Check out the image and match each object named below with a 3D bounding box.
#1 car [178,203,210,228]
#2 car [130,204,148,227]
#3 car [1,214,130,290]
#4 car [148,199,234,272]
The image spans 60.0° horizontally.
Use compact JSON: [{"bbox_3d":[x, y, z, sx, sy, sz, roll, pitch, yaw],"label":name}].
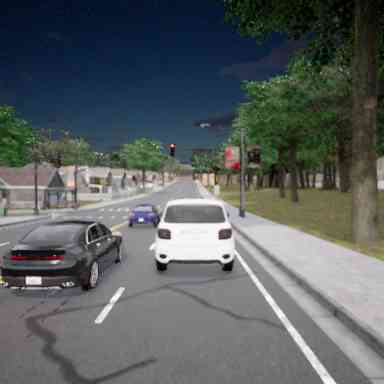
[{"bbox_3d":[0.103,1.569,23.857,2.033,1.411,5.357,0,0,0],"label":"car"},{"bbox_3d":[-3.153,1.546,22.681,1.812,1.442,4.674,0,0,-1],"label":"car"},{"bbox_3d":[-3.149,1.508,9.041,1.837,1.490,4.892,0,0,0],"label":"car"},{"bbox_3d":[0.098,1.227,10.962,2.150,2.045,5.566,0,0,1],"label":"car"}]
